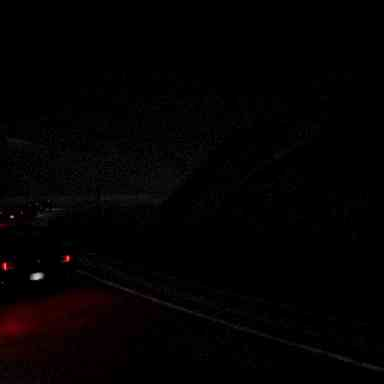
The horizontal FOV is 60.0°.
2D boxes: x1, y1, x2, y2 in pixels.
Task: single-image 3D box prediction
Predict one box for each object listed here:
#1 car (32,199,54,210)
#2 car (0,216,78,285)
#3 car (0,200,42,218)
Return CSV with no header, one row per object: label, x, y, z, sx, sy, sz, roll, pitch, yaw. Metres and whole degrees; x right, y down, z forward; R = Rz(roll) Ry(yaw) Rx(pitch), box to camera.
car,-17.951,1.471,39.096,1.994,1.385,4.181,0,0,3
car,-4.908,1.576,9.070,1.895,1.301,4.718,0,0,-41
car,-13.673,1.528,26.455,1.895,1.301,4.718,0,0,-14
